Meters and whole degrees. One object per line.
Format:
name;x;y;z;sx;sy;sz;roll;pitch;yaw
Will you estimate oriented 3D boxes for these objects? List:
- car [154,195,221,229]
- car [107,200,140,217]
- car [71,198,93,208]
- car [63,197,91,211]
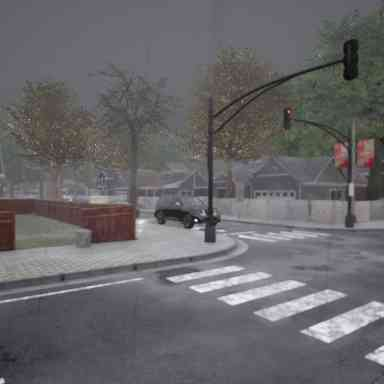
car;-0.483;1.246;22.247;2.150;2.045;5.566;0;0;-36
car;-6.551;1.517;30.739;1.882;1.535;5.008;0;0;-36
car;-16.539;1.658;49.716;1.994;1.385;4.181;0;0;-35
car;-14.150;1.552;41.393;2.128;1.511;4.902;0;0;-36
